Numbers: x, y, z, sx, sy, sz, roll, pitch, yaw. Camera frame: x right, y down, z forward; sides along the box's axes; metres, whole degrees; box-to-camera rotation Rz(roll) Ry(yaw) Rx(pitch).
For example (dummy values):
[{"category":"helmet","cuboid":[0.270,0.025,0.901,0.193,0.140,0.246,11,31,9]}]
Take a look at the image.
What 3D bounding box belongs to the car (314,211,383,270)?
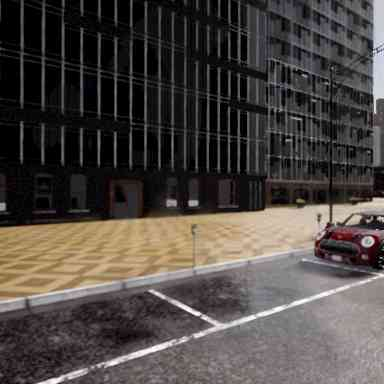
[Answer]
[{"category":"car","cuboid":[5.756,1.345,10.654,4.097,1.590,1.967,-1,1,-35]}]
